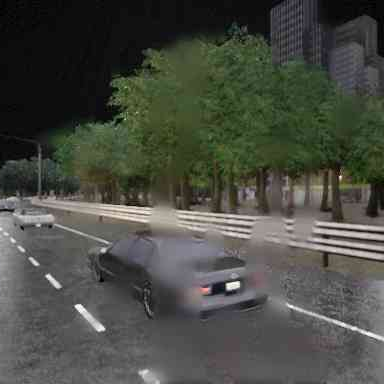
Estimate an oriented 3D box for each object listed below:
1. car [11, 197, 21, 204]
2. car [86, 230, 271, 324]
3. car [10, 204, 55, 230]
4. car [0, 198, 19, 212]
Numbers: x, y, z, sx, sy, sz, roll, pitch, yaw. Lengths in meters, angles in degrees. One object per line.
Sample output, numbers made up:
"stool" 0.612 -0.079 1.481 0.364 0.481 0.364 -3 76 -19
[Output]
"car" -38.766 1.868 72.587 1.812 1.442 4.674 0 0 -13
"car" -0.738 1.585 7.495 2.033 1.411 5.357 0 0 -34
"car" -10.541 1.706 21.951 1.895 1.301 4.718 0 0 -34
"car" -21.676 1.730 38.373 2.033 1.411 5.357 0 0 -34
